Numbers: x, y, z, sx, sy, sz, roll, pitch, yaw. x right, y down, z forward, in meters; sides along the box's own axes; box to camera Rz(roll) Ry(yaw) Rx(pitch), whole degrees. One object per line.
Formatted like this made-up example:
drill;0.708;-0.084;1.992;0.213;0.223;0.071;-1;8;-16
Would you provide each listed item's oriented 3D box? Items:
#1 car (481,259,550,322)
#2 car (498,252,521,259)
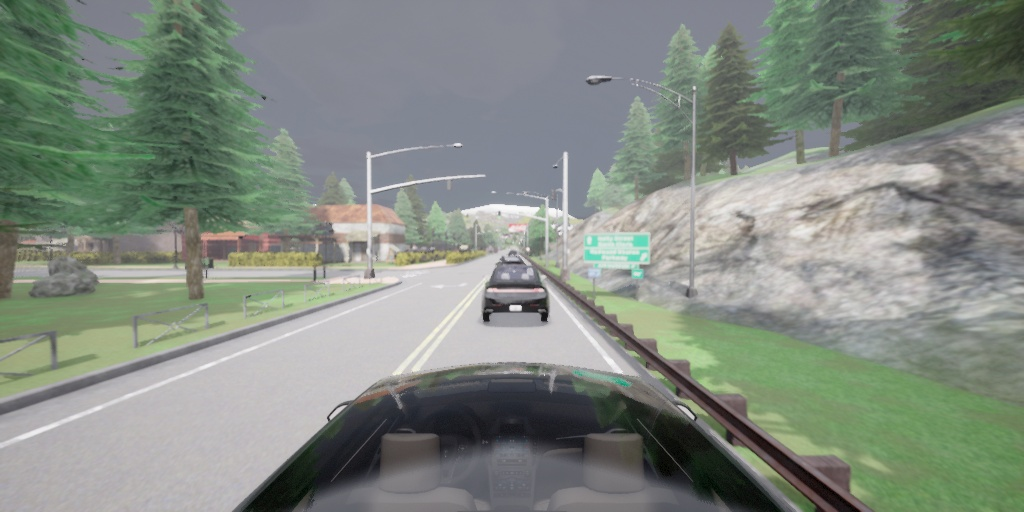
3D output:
car;0.102;1.021;11.301;2.128;1.511;4.902;0;1;0
car;-0.217;0.701;25.155;2.128;1.511;4.902;0;1;-8
